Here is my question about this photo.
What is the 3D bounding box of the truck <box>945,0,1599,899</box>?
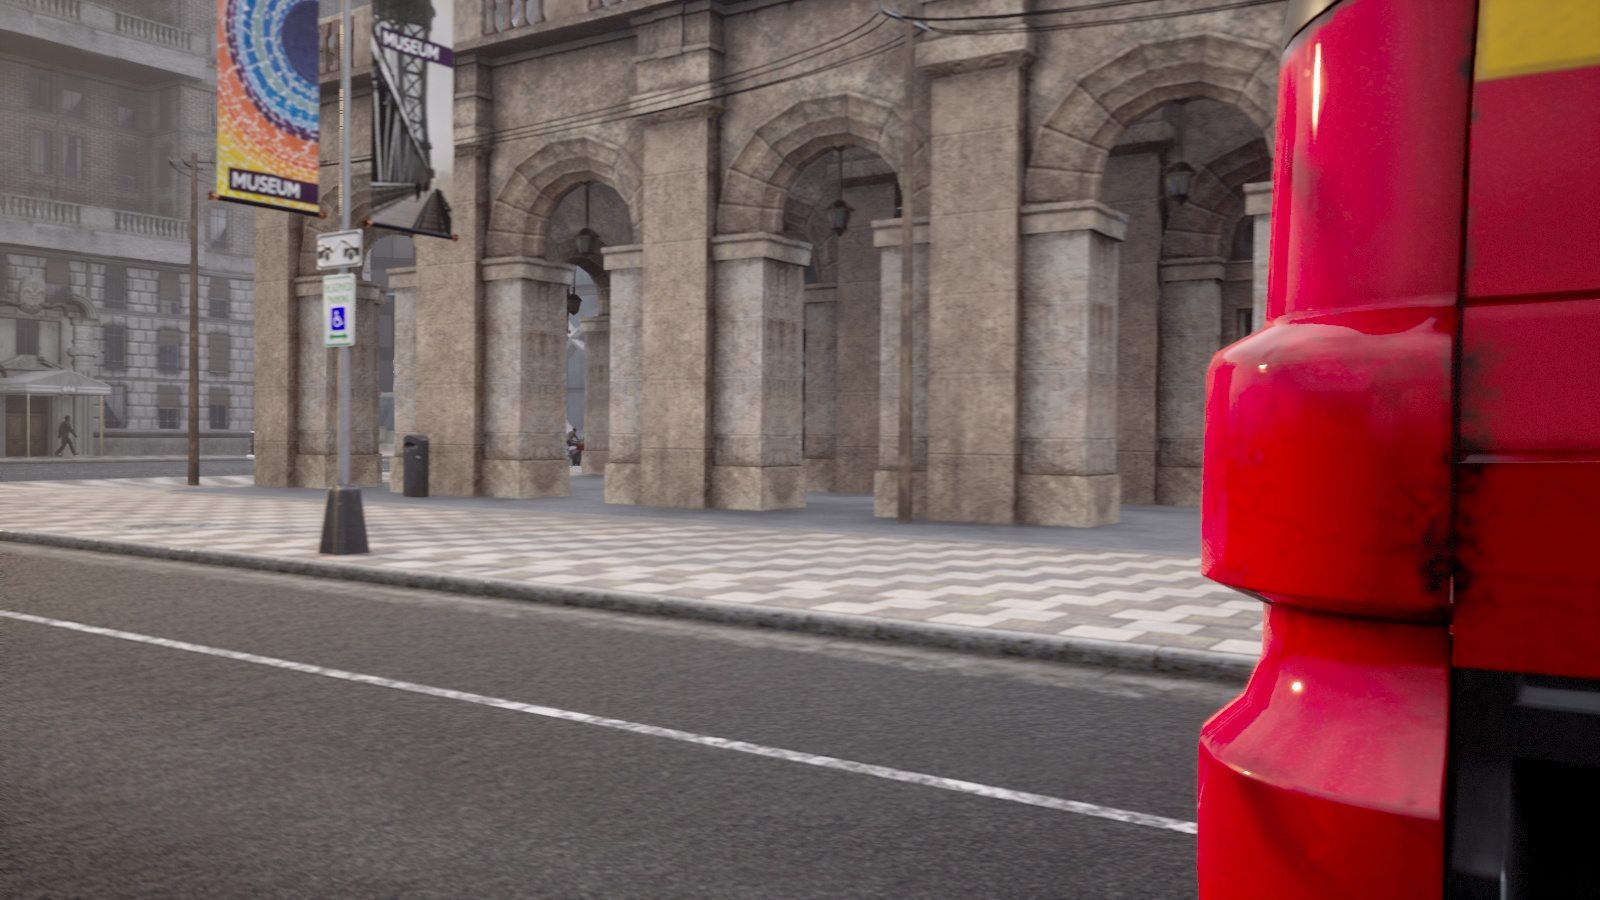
[{"bbox_3d":[4.528,-0.483,0.592,8.468,3.827,2.891,0,1,34],"label":"truck"}]

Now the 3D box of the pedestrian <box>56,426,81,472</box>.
[{"bbox_3d":[-31.187,-0.060,53.535,0.423,1.949,0.788,0,1,37],"label":"pedestrian"}]

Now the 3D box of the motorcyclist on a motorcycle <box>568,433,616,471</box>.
[{"bbox_3d":[-8.692,0.076,52.514,0.797,1.523,2.044,0,1,34],"label":"motorcyclist on a motorcycle"}]
